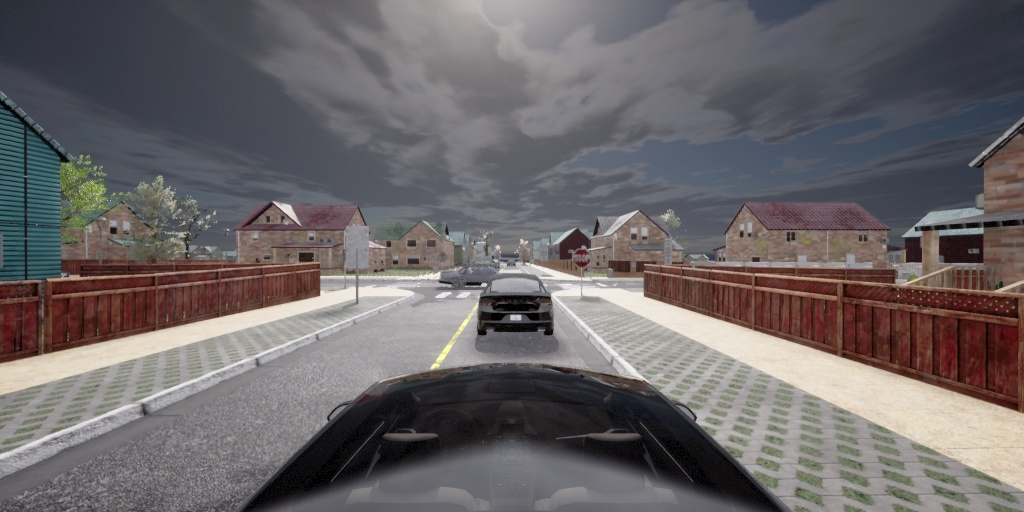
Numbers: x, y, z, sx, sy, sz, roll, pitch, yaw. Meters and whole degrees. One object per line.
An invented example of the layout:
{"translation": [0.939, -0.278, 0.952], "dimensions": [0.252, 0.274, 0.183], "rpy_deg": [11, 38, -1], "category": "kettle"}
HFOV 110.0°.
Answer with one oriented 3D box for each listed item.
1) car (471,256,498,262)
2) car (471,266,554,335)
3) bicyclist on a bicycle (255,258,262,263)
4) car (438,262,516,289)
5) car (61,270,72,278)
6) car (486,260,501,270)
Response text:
{"translation": [-2.930, 1.021, 37.418], "dimensions": [2.150, 2.045, 5.566], "rpy_deg": [0, 0, 0], "category": "car"}
{"translation": [0.082, 1.228, 10.489], "dimensions": [1.882, 1.535, 5.008], "rpy_deg": [0, 0, 0], "category": "car"}
{"translation": [-20.212, 0.957, 28.553], "dimensions": [0.582, 1.620, 1.656], "rpy_deg": [0, 0, 0], "category": "bicyclist on a bicycle"}
{"translation": [-1.926, 1.315, 22.784], "dimensions": [5.357, 1.411, 2.033], "rpy_deg": [0, 0, 0], "category": "car"}
{"translation": [-30.930, 1.121, 22.648], "dimensions": [4.902, 1.511, 2.128], "rpy_deg": [0, 0, 0], "category": "car"}
{"translation": [-2.962, 1.390, 58.784], "dimensions": [2.128, 1.511, 4.902], "rpy_deg": [0, 0, 0], "category": "car"}
